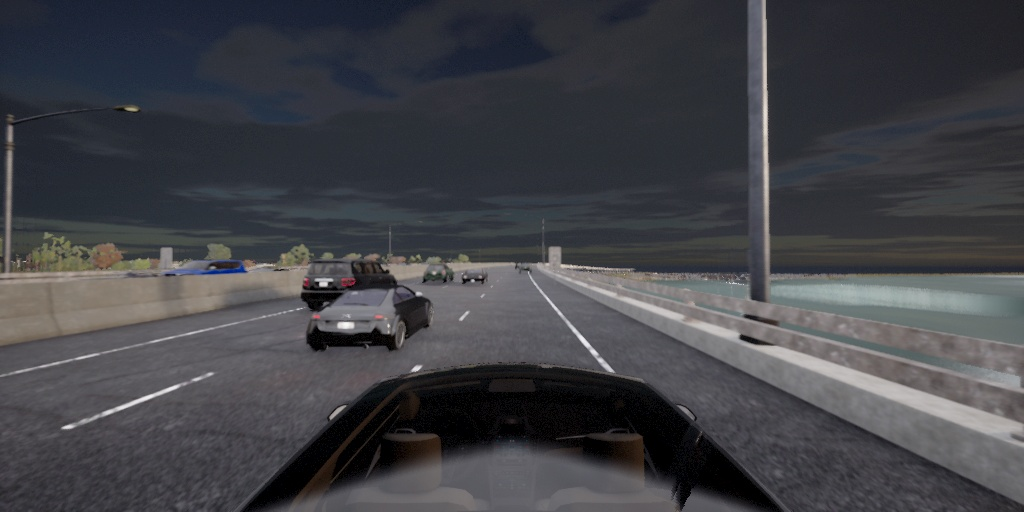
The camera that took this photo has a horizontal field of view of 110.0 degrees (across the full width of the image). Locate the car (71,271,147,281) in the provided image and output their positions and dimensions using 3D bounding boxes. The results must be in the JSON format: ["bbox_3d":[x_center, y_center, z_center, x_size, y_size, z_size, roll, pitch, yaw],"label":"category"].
[{"bbox_3d":[-24.459,1.628,22.700,1.895,1.301,4.718,0,-1,1],"label":"car"}]

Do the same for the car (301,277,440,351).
[{"bbox_3d":[-3.381,1.413,9.328,1.994,1.385,4.181,0,-1,0],"label":"car"}]

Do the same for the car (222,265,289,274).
[{"bbox_3d":[-17.418,1.572,25.390,1.837,1.490,4.892,0,-1,1],"label":"car"}]

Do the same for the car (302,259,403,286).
[{"bbox_3d":[-6.833,1.156,15.728,2.150,2.045,5.566,0,-1,0],"label":"car"}]

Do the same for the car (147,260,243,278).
[{"bbox_3d":[-20.932,1.279,24.597,2.150,2.045,5.566,0,-1,1],"label":"car"}]

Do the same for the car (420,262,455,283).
[{"bbox_3d":[-6.600,1.519,32.774,2.097,1.767,4.553,0,-1,1],"label":"car"}]

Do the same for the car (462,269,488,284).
[{"bbox_3d":[-3.129,1.748,31.261,1.895,1.301,4.718,0,-1,1],"label":"car"}]

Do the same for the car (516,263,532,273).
[{"bbox_3d":[2.217,1.898,59.415,2.097,1.767,4.553,0,-1,2],"label":"car"}]
